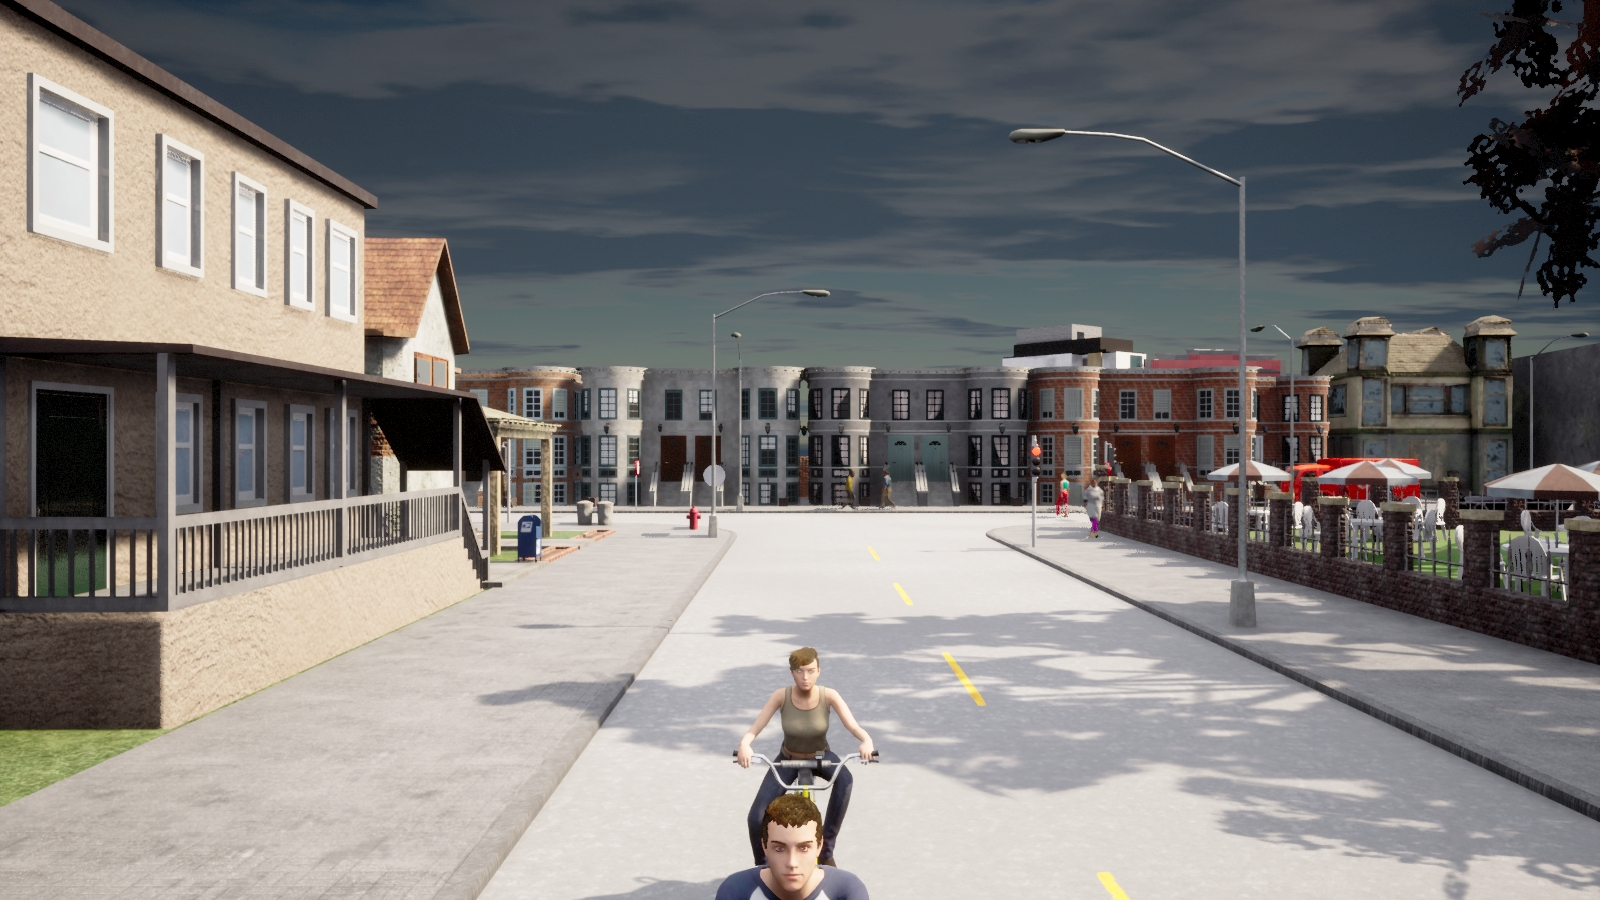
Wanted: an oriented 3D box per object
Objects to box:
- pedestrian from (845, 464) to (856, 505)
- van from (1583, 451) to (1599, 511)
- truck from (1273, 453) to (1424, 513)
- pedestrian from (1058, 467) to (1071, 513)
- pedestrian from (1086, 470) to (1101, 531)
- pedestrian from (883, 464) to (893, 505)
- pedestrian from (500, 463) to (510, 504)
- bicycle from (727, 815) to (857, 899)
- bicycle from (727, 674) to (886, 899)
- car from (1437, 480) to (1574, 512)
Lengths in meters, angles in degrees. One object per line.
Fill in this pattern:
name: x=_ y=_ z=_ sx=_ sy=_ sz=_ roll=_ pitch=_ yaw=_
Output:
pedestrian: x=2.283 y=1.545 z=51.600 sx=0.375 sy=1.860 sz=0.375 roll=0 pitch=0 yaw=18
van: x=37.194 y=1.334 z=48.909 sx=5.915 sy=2.561 sz=1.988 roll=0 pitch=0 yaw=1
truck: x=23.373 y=1.366 z=48.875 sx=5.204 sy=2.467 sz=2.627 roll=0 pitch=0 yaw=0
pedestrian: x=10.945 y=1.648 z=47.274 sx=0.375 sy=1.860 sz=0.375 roll=0 pitch=0 yaw=-24
pedestrian: x=8.962 y=1.530 z=34.918 sx=0.375 sy=1.860 sz=0.375 roll=0 pitch=0 yaw=2
pedestrian: x=3.994 y=1.547 z=51.838 sx=0.375 sy=1.860 sz=0.375 roll=0 pitch=0 yaw=12
pedestrian: x=-13.678 y=1.546 z=53.063 sx=0.375 sy=1.860 sz=0.375 roll=0 pitch=0 yaw=-2
bicycle: x=-0.022 y=1.938 z=3.212 sx=0.373 sy=1.296 sz=1.643 roll=0 pitch=0 yaw=0
bicycle: x=0.033 y=2.040 z=6.906 sx=0.859 sy=1.080 sz=1.487 roll=0 pitch=0 yaw=0
car: x=30.125 y=1.955 z=48.889 sx=4.718 sy=1.301 sz=1.895 roll=0 pitch=0 yaw=0
